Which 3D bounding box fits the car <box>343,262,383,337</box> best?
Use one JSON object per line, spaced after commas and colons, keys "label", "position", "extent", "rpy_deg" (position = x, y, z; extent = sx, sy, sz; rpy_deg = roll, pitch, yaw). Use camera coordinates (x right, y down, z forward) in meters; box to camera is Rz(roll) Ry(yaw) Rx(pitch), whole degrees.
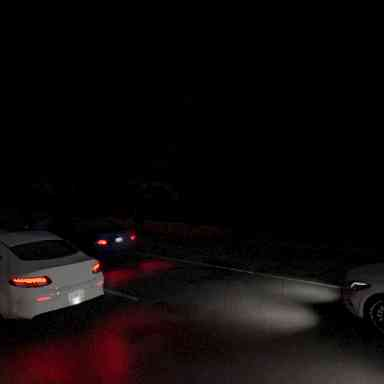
{"label": "car", "position": [4.778, 1.524, 4.876], "extent": [4.674, 1.442, 1.812], "rpy_deg": [0, 0, 36]}

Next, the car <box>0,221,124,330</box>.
{"label": "car", "position": [-3.720, 1.455, 6.676], "extent": [4.674, 1.442, 1.812], "rpy_deg": [1, 1, 36]}

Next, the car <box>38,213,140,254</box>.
{"label": "car", "position": [-4.196, 1.429, 11.335], "extent": [5.357, 1.411, 2.033], "rpy_deg": [1, 1, 36]}
